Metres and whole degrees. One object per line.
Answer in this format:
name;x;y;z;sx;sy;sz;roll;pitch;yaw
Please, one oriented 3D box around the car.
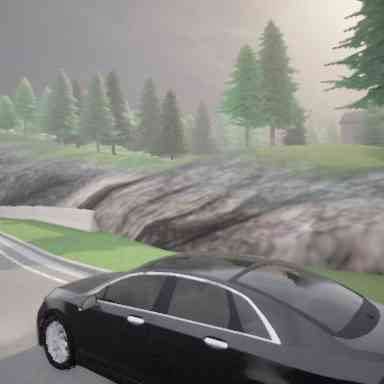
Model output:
car;-0.020;1.535;4.107;4.892;1.490;1.837;-1;0;37
